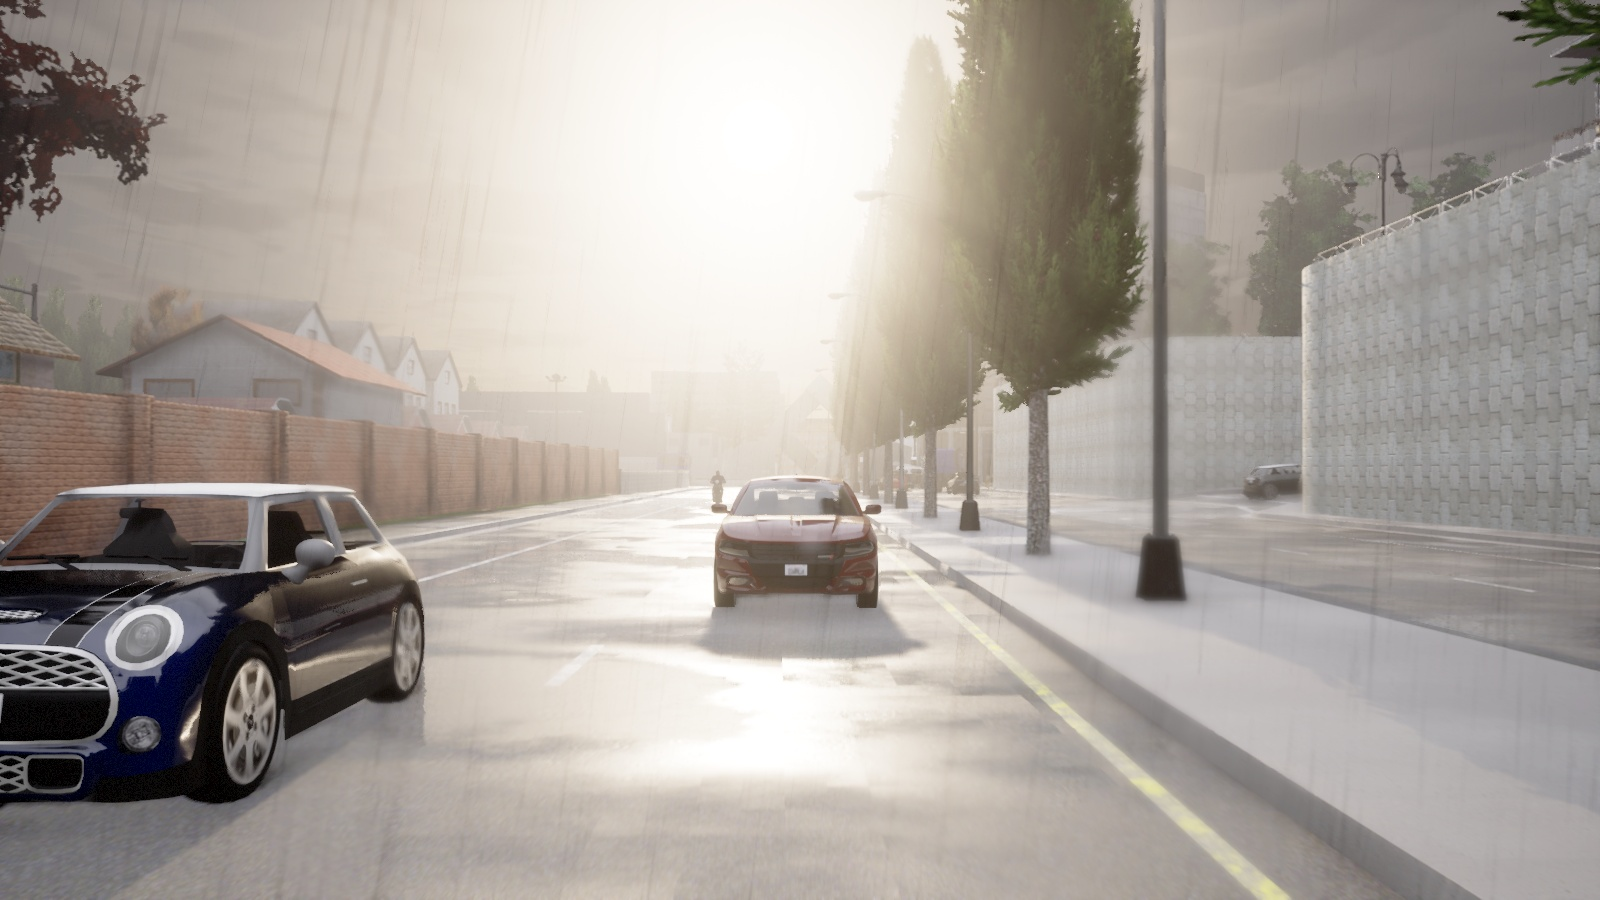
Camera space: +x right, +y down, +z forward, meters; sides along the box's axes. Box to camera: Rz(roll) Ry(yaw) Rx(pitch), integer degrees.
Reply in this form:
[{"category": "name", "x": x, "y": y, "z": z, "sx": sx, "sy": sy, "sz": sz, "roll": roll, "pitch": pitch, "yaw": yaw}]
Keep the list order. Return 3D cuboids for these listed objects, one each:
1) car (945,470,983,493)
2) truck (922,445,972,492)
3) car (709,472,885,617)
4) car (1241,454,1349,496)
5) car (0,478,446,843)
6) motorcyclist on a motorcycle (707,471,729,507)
[{"category": "car", "x": 11.290, "y": 2.169, "z": 86.782, "sx": 2.007, "sy": 1.525, "sz": 4.514, "roll": 0, "pitch": -1, "yaw": 0}, {"category": "truck", "x": 11.263, "y": 1.408, "z": 96.797, "sx": 2.891, "sy": 3.462, "sz": 7.936, "roll": 0, "pitch": -1, "yaw": 0}, {"category": "car", "x": -0.039, "y": 1.060, "z": 15.995, "sx": 1.882, "sy": 1.535, "sz": 5.008, "roll": 0, "pitch": -1, "yaw": 0}, {"category": "car", "x": 21.534, "y": 1.105, "z": 54.715, "sx": 3.806, "sy": 1.475, "sz": 1.970, "roll": -5, "pitch": -1, "yaw": -4}, {"category": "car", "x": -3.517, "y": 0.913, "z": 7.083, "sx": 1.970, "sy": 1.475, "sz": 3.806, "roll": 0, "pitch": -1, "yaw": 0}, {"category": "motorcyclist on a motorcycle", "x": -3.635, "y": 1.716, "z": 55.727, "sx": 0.866, "sy": 1.590, "sz": 1.817, "roll": 0, "pitch": -1, "yaw": 0}]
